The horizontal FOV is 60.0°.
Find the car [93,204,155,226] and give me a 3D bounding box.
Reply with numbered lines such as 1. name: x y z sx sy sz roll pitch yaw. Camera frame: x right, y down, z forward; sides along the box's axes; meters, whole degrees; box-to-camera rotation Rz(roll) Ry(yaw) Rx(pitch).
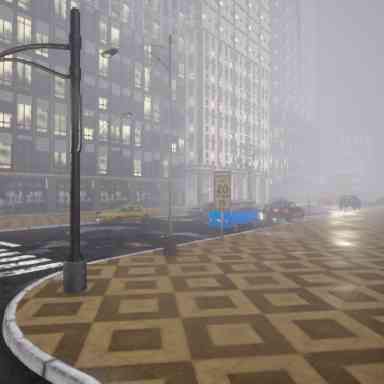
1. car: -4.755 1.540 23.935 1.752 1.417 4.829 0 0 38

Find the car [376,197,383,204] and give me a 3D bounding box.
1. car: 38.092 1.658 66.577 1.947 1.339 4.313 0 0 38

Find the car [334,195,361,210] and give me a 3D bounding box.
1. car: 21.149 1.368 44.515 2.192 1.841 5.009 0 0 38

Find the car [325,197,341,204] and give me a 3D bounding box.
1. car: 28.454 1.624 66.966 2.008 1.369 4.403 0 0 38

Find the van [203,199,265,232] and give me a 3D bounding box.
1. van: 2.638 1.368 20.230 1.690 1.788 3.998 0 0 38

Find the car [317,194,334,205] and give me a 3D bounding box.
1. car: 25.066 1.380 62.554 2.192 1.841 5.009 0 0 38

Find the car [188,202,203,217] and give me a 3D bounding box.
1. car: 1.344 1.604 31.665 1.802 1.307 4.206 0 0 38

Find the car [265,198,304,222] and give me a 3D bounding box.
1. car: 7.593 1.472 26.864 1.967 1.590 4.097 0 0 38

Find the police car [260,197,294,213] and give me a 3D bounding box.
1. police car: 9.953 1.459 38.662 1.930 1.638 5.238 0 0 38
